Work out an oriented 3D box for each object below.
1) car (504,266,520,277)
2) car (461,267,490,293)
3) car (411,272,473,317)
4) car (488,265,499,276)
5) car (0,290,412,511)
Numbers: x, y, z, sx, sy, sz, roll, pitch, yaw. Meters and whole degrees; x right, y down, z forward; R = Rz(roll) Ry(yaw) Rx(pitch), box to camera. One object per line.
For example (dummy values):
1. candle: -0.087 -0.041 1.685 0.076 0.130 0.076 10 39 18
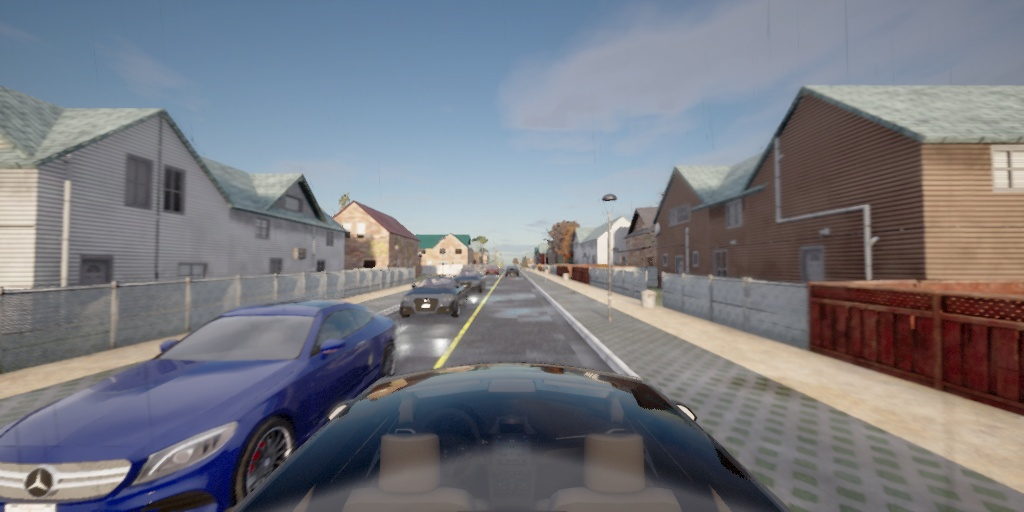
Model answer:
1. car: 0.037 2.019 47.309 1.837 1.490 4.892 0 -1 0
2. car: -2.837 1.664 23.943 1.994 1.385 4.181 0 -1 1
3. car: -2.858 1.500 13.894 1.994 1.385 4.181 0 -1 0
4. car: -2.902 2.105 53.361 1.882 1.535 5.008 0 -1 0
5. car: -2.851 1.317 4.459 1.812 1.442 4.674 0 -1 0
